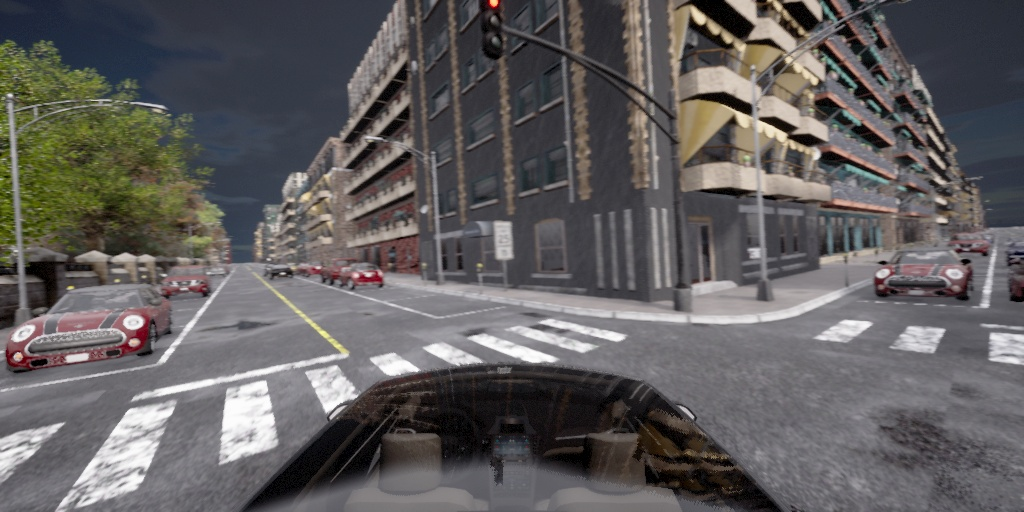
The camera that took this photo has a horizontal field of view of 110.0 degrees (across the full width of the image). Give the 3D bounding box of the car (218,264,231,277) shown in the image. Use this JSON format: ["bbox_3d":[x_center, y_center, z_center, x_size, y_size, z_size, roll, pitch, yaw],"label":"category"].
[{"bbox_3d":[-39.392,2.171,48.056,2.007,1.370,4.403,0,0,-37],"label":"car"}]

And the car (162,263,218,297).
[{"bbox_3d":[-19.418,1.516,21.615,2.192,1.841,5.009,0,0,-37],"label":"car"}]

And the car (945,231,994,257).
[{"bbox_3d":[36.109,-0.904,28.384,5.009,1.841,2.192,0,0,-36],"label":"car"}]

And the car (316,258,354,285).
[{"bbox_3d":[-12.742,1.104,26.664,2.192,1.841,5.009,0,0,-37],"label":"car"}]

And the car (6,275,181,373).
[{"bbox_3d":[-9.431,1.432,8.394,1.967,1.591,4.097,0,0,-37],"label":"car"}]

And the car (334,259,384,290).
[{"bbox_3d":[-9.413,1.159,22.257,1.967,1.591,4.097,0,0,-37],"label":"car"}]

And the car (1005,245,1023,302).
[{"bbox_3d":[15.186,0.489,9.766,4.181,1.385,1.994,-3,0,-36],"label":"car"}]

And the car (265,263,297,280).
[{"bbox_3d":[-23.778,1.584,36.835,1.882,1.535,5.008,-4,1,-37],"label":"car"}]

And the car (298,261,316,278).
[{"bbox_3d":[-21.017,1.302,38.244,2.097,1.767,4.553,-4,1,-37],"label":"car"}]

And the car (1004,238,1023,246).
[{"bbox_3d":[28.086,-0.176,19.267,4.718,1.301,1.895,-3,0,-36],"label":"car"}]

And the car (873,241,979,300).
[{"bbox_3d":[13.440,0.456,11.668,4.097,1.591,1.967,0,0,-36],"label":"car"}]

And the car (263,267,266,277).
[{"bbox_3d":[-29.907,1.743,44.878,1.837,1.490,4.892,-4,2,-37],"label":"car"}]
